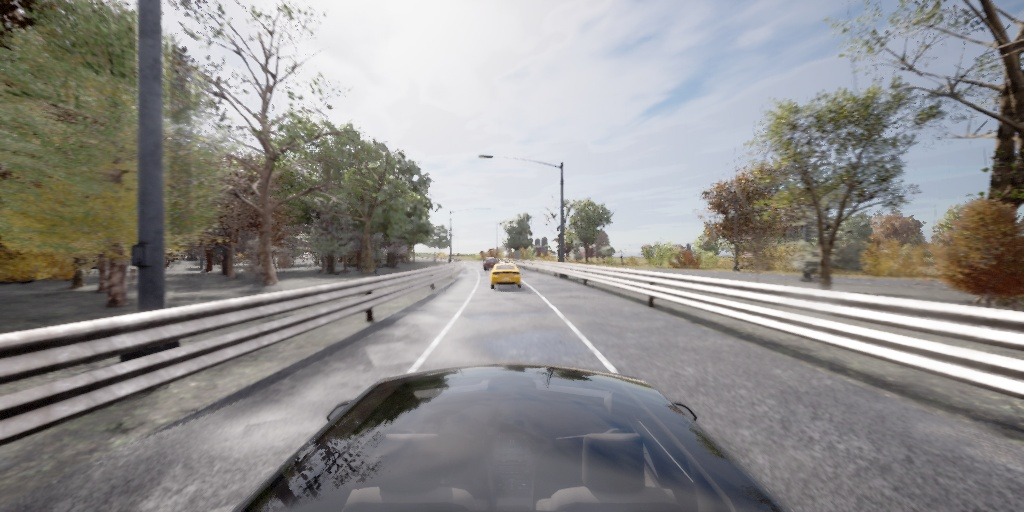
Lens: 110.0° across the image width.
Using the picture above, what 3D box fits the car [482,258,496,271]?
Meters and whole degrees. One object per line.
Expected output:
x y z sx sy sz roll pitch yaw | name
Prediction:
-3.024 1.100 50.385 2.097 1.767 4.553 0 0 -8 | car

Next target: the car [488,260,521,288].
-0.500 1.236 24.165 1.882 1.535 5.008 0 0 -4 | car
